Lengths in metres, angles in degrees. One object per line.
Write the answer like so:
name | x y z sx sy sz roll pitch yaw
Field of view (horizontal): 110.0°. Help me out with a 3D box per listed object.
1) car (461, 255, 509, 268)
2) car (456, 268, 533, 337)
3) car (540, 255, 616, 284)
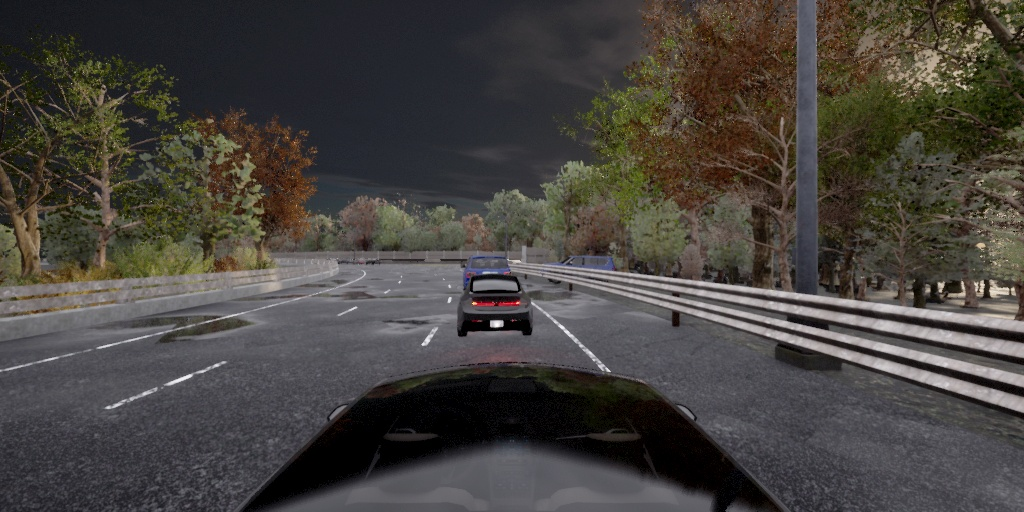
car | -1.321 0.969 17.824 2.150 2.045 5.566 0 0 -9
car | -0.552 1.253 10.349 1.837 1.490 4.892 0 0 -5
car | 4.816 0.963 26.143 5.566 2.045 2.150 3 1 -5
